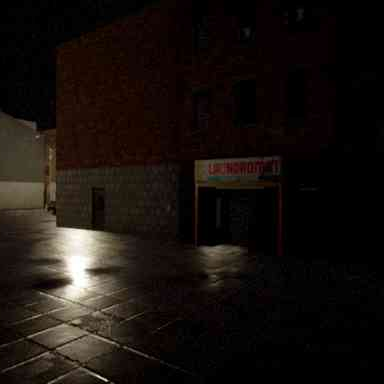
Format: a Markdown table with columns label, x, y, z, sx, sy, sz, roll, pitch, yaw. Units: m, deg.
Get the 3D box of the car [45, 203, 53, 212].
| label | x | y | z | sx | sy | sz | roll | pitch | yaw |
| --- | --- | --- | --- | --- | --- | --- | --- | --- | --- |
| car | -14.487 | 1.518 | 38.351 | 2.128 | 1.511 | 4.902 | 0 | 0 | 36 |
